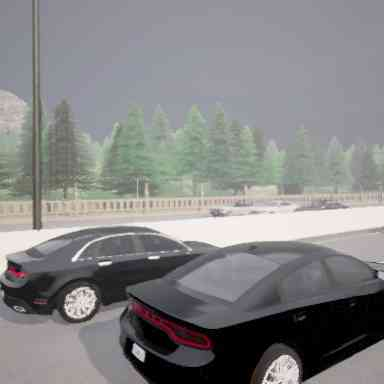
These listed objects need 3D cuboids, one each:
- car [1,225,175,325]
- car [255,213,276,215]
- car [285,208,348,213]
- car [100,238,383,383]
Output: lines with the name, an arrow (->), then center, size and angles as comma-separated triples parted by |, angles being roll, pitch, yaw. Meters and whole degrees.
car -> -1.274, 1.481, 7.143 | 4.892, 1.490, 1.837 | -1, 0, -35
car -> 6.547, 1.367, 25.859 | 4.674, 1.442, 1.812 | -1, 0, -35
car -> 9.060, 1.328, 23.353 | 4.902, 1.511, 2.128 | -1, 0, -35
car -> 1.480, 1.447, 4.812 | 5.008, 1.535, 1.882 | -1, 0, -35
